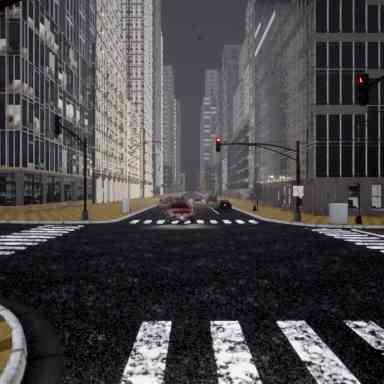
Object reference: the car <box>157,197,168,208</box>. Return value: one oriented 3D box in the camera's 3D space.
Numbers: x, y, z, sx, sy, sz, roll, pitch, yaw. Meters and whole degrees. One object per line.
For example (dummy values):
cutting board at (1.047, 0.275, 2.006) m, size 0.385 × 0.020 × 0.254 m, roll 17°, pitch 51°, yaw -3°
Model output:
car at (-4.010, 1.592, 47.281) m, size 1.802 × 1.307 × 4.206 m, roll 0°, pitch 0°, yaw 0°

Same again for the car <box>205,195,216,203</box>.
car at (3.785, 1.432, 69.423) m, size 1.967 × 1.590 × 4.097 m, roll 0°, pitch 0°, yaw 0°

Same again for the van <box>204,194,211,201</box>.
van at (3.742, 1.321, 80.478) m, size 1.690 × 1.788 × 3.998 m, roll 0°, pitch 0°, yaw 0°

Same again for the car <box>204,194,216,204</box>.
car at (3.807, 1.313, 63.894) m, size 2.192 × 1.841 × 5.009 m, roll 0°, pitch 0°, yaw 0°

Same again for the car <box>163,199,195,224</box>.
car at (-1.020, 1.545, 25.447) m, size 1.812 × 1.442 × 4.674 m, roll 0°, pitch 0°, yaw -8°

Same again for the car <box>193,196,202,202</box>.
car at (1.218, 1.529, 72.899) m, size 2.033 × 1.411 × 5.357 m, roll 0°, pitch 0°, yaw 0°

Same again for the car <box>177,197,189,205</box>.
car at (-1.565, 1.550, 58.320) m, size 2.033 × 1.411 × 5.357 m, roll 0°, pitch 0°, yaw 0°

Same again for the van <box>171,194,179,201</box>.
van at (-4.138, 1.321, 80.447) m, size 1.690 × 1.788 × 3.998 m, roll 0°, pitch 0°, yaw 0°

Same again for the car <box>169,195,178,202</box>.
car at (-4.116, 1.426, 74.920) m, size 1.967 × 1.590 × 4.097 m, roll 0°, pitch 0°, yaw 0°

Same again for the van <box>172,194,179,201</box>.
van at (-4.159, 1.315, 85.975) m, size 1.690 × 1.788 × 3.998 m, roll 0°, pitch 0°, yaw 0°

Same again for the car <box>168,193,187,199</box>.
car at (-1.522, 1.364, 42.312) m, size 2.097 × 1.767 × 4.553 m, roll 0°, pitch 0°, yaw 0°

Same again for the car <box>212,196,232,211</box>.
car at (3.941, 1.579, 41.786) m, size 1.947 × 1.339 × 4.313 m, roll 0°, pitch 0°, yaw 0°

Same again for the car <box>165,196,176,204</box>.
car at (-4.073, 1.563, 63.864) m, size 1.947 × 1.339 × 4.313 m, roll 0°, pitch 0°, yaw 0°
